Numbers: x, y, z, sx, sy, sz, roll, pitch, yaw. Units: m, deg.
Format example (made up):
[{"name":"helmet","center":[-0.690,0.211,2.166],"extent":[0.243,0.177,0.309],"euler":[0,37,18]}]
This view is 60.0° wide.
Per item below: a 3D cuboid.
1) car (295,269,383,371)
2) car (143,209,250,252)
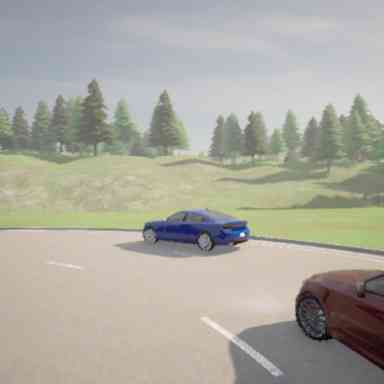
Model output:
[{"name":"car","center":[2.993,1.466,3.657],"extent":[1.812,1.442,4.674],"euler":[-1,0,-13]},{"name":"car","center":[0.004,1.457,13.939],"extent":[5.008,1.535,1.882],"euler":[-1,-1,41]}]
